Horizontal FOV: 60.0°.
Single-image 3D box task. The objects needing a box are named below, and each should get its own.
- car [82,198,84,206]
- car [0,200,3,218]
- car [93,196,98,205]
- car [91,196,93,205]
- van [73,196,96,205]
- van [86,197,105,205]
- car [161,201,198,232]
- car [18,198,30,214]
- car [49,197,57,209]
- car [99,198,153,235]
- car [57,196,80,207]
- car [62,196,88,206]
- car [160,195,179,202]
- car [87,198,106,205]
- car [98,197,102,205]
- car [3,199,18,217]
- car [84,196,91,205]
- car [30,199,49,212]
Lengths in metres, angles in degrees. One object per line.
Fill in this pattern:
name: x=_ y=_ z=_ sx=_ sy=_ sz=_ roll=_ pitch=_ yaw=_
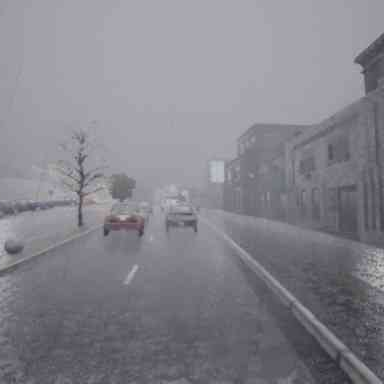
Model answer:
car: x=-22.087 y=1.643 z=58.862 sx=4.553 sy=1.767 sz=2.185 roll=0 pitch=-1 yaw=-27
car: x=-18.151 y=1.501 z=26.470 sx=4.892 sy=1.521 sz=2.231 roll=0 pitch=0 yaw=-25
car: x=-23.522 y=1.780 z=70.705 sx=5.566 sy=2.045 sz=2.435 roll=0 pitch=-2 yaw=-27
car: x=-23.174 y=1.995 z=67.727 sx=4.674 sy=1.452 sz=2.002 roll=0 pitch=-2 yaw=-27
van: x=-23.815 y=1.886 z=73.693 sx=4.442 sy=1.987 sz=1.878 roll=0 pitch=-2 yaw=-27
van: x=-25.676 y=2.362 z=88.461 sx=4.442 sy=1.987 sz=1.878 roll=0 pitch=-2 yaw=-27
car: x=-0.695 y=1.538 z=20.423 sx=2.128 sy=1.511 sz=4.902 roll=0 pitch=0 yaw=-3
car: x=-18.753 y=1.516 z=32.354 sx=4.892 sy=1.521 sz=2.231 roll=0 pitch=0 yaw=-26
car: x=-19.831 y=1.552 z=41.164 sx=5.008 sy=1.535 sz=2.097 roll=0 pitch=-1 yaw=-27
car: x=-3.614 y=1.384 z=19.011 sx=2.097 sy=1.767 sz=4.553 roll=0 pitch=0 yaw=-3
car: x=-21.677 y=1.717 z=55.920 sx=5.008 sy=1.535 sz=2.097 roll=0 pitch=-1 yaw=-27
car: x=-22.828 y=1.762 z=64.766 sx=4.553 sy=1.767 sz=2.185 roll=0 pitch=-1 yaw=-27
car: x=-2.907 y=1.390 z=43.323 sx=2.150 sy=2.045 sz=5.566 roll=0 pitch=-1 yaw=-7
car: x=-26.178 y=2.562 z=91.341 sx=4.553 sy=1.767 sz=2.185 roll=0 pitch=-2 yaw=-27
car: x=-24.312 y=1.946 z=76.576 sx=5.566 sy=2.045 sz=2.435 roll=0 pitch=-2 yaw=-27
car: x=-18.439 y=1.507 z=29.412 sx=4.892 sy=1.521 sz=2.231 roll=0 pitch=0 yaw=-25
car: x=-22.265 y=1.821 z=61.916 sx=5.366 sy=1.575 sz=1.946 roll=0 pitch=-1 yaw=-27
car: x=-19.465 y=1.537 z=38.224 sx=5.008 sy=1.535 sz=2.097 roll=0 pitch=0 yaw=-27
